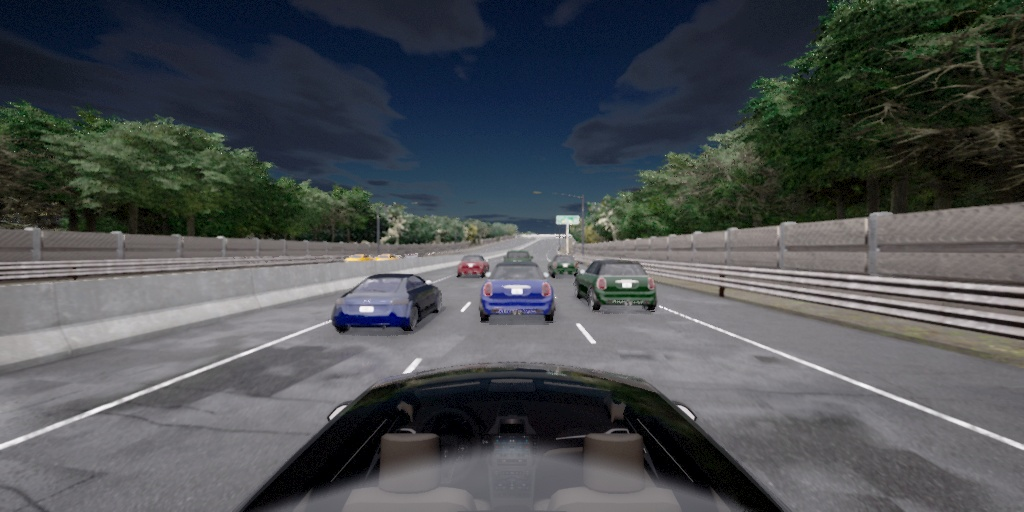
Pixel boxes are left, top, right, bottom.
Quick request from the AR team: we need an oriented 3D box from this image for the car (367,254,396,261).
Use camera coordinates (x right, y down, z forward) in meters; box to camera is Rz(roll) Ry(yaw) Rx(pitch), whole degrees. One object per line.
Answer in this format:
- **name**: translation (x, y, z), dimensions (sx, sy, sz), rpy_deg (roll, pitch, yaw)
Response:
- **car**: translation (-16.546, 0.541, 46.880), dimensions (1.882, 1.535, 5.008), rpy_deg (0, 1, 3)

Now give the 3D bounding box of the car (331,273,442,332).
- **car**: translation (-3.354, 1.176, 10.363), dimensions (1.994, 1.385, 4.181), rpy_deg (0, 1, 1)

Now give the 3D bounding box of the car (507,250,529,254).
- **car**: translation (0.483, 0.582, 27.841), dimensions (2.150, 2.045, 5.566), rpy_deg (0, 1, 2)

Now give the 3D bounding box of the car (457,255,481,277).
- **car**: translation (-2.996, 0.698, 28.661), dimensions (2.097, 1.767, 4.553), rpy_deg (0, 1, 2)

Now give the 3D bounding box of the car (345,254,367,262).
- **car**: translation (-20.038, 0.534, 47.089), dimensions (1.882, 1.535, 5.008), rpy_deg (0, 1, 3)

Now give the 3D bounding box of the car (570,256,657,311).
- **car**: translation (3.699, 0.923, 13.552), dimensions (2.097, 1.767, 4.553), rpy_deg (0, 1, 1)

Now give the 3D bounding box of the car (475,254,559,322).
- **car**: translation (0.170, 0.944, 11.766), dimensions (2.097, 1.767, 4.553), rpy_deg (0, 1, 1)

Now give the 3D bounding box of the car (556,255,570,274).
- **car**: translation (4.002, 0.707, 28.544), dimensions (2.097, 1.767, 4.553), rpy_deg (0, 1, 2)

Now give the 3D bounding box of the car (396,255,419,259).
- **car**: translation (-13.054, 0.596, 46.694), dimensions (1.812, 1.442, 4.674), rpy_deg (0, 1, 3)
